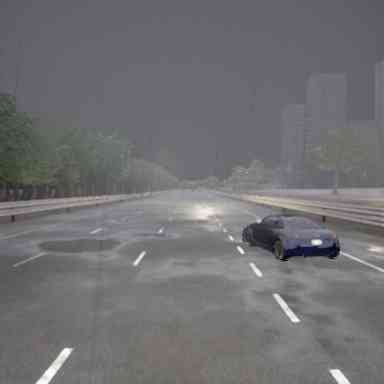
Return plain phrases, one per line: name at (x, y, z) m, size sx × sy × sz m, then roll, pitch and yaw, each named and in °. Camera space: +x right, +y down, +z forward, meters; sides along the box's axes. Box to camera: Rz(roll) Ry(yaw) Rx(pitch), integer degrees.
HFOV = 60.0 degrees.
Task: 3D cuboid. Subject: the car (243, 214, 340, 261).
car at (3.372, 1.473, 12.037) m, size 1.994 × 1.385 × 4.181 m, roll 0°, pitch 0°, yaw -12°
